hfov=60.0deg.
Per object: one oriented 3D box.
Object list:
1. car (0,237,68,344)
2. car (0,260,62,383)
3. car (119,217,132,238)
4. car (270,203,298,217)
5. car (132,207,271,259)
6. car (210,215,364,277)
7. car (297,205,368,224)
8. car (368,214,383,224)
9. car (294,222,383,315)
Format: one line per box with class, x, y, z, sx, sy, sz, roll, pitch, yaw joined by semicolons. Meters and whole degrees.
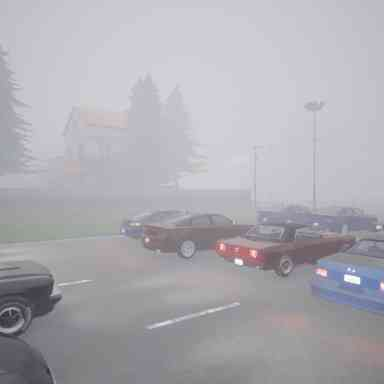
car;-4.527;1.601;4.925;4.718;1.301;1.895;0;0;-35
car;-3.191;1.492;1.484;4.902;1.511;2.128;0;0;-35
car;-1.126;1.526;15.858;4.674;1.442;1.812;0;0;-36
car;6.343;1.478;21.192;5.008;1.535;1.882;0;0;-36
car;0.499;1.478;12.725;5.008;1.535;1.882;0;0;-35
car;3.075;1.601;10.262;4.718;1.301;1.895;0;0;-35
car;8.287;1.478;18.281;5.008;1.535;1.882;0;0;-36
car;10.487;1.601;15.550;4.718;1.301;1.895;0;0;-36
car;4.797;1.547;7.178;5.357;1.411;2.033;0;0;-35
